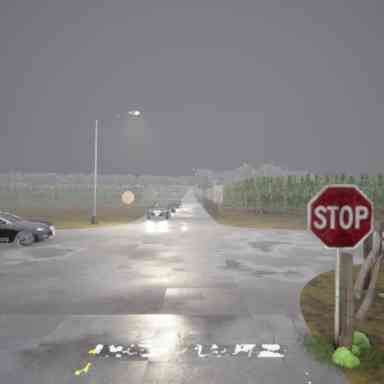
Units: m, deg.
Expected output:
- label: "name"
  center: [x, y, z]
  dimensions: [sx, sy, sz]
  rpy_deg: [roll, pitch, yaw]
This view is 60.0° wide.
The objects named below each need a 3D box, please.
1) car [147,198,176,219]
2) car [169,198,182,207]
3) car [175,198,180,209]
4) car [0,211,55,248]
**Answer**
- label: "car"
  center: [-2.879, 1.592, 29.997]
  dimensions: [2.128, 1.511, 4.902]
  rpy_deg: [0, 0, 0]
- label: "car"
  center: [-2.860, 1.866, 60.006]
  dimensions: [2.033, 1.411, 5.357]
  rpy_deg: [0, 0, 0]
- label: "car"
  center: [-2.883, 1.713, 39.841]
  dimensions: [2.033, 1.411, 5.357]
  rpy_deg: [0, 0, 0]
- label: "car"
  center: [-8.541, 1.546, 14.250]
  dimensions: [4.902, 1.511, 2.128]
  rpy_deg: [0, 2, -11]
